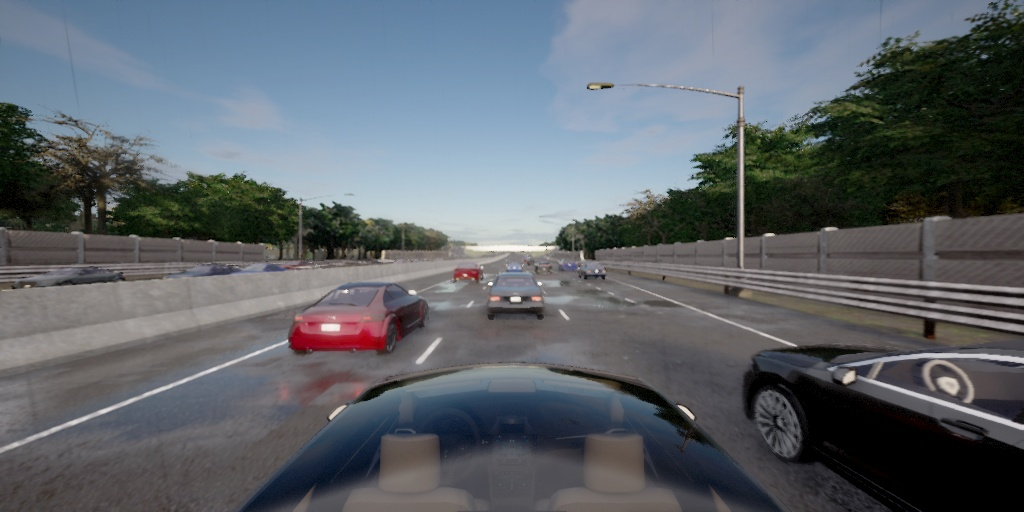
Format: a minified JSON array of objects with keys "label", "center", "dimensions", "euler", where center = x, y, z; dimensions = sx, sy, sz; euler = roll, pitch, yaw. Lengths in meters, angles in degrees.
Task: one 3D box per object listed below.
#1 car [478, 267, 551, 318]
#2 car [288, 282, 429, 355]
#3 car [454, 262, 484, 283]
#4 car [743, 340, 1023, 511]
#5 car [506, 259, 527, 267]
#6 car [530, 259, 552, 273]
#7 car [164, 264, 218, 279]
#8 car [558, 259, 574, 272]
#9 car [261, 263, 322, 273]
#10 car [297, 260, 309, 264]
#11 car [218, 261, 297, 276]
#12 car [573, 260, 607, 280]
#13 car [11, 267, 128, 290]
[{"label":"car","center":[0.121,1.294,12.850],"dimensions":[2.033,1.411,5.357],"euler":[0,0,0]},{"label":"car","center":[-3.388,1.311,8.717],"dimensions":[1.994,1.385,4.181],"euler":[0,0,0]},{"label":"car","center":[-3.314,1.231,27.981],"dimensions":[1.882,1.535,5.008],"euler":[0,0,0]},{"label":"car","center":[3.501,1.242,2.046],"dimensions":[2.128,1.511,4.902],"euler":[0,0,0]},{"label":"car","center":[0.275,1.320,40.388],"dimensions":[2.033,1.411,5.357],"euler":[0,0,0]},{"label":"car","center":[3.694,1.270,42.835],"dimensions":[2.128,1.511,4.902],"euler":[0,0,1]},{"label":"car","center":[-21.030,1.297,24.977],"dimensions":[2.033,1.411,5.357],"euler":[0,0,0]},{"label":"car","center":[7.295,1.140,47.145],"dimensions":[2.097,1.767,4.553],"euler":[0,0,1]},{"label":"car","center":[-14.034,1.350,24.019],"dimensions":[1.895,1.301,4.718],"euler":[0,0,0]},{"label":"car","center":[-24.390,1.247,40.520],"dimensions":[1.882,1.535,5.008],"euler":[0,0,0]},{"label":"car","center":[-17.527,1.275,25.001],"dimensions":[1.812,1.442,4.674],"euler":[0,0,0]},{"label":"car","center":[6.978,1.307,31.710],"dimensions":[2.033,1.411,5.357],"euler":[0,0,2]},{"label":"car","center":[-23.808,1.310,19.533],"dimensions":[1.994,1.385,4.181],"euler":[0,0,-3]}]
